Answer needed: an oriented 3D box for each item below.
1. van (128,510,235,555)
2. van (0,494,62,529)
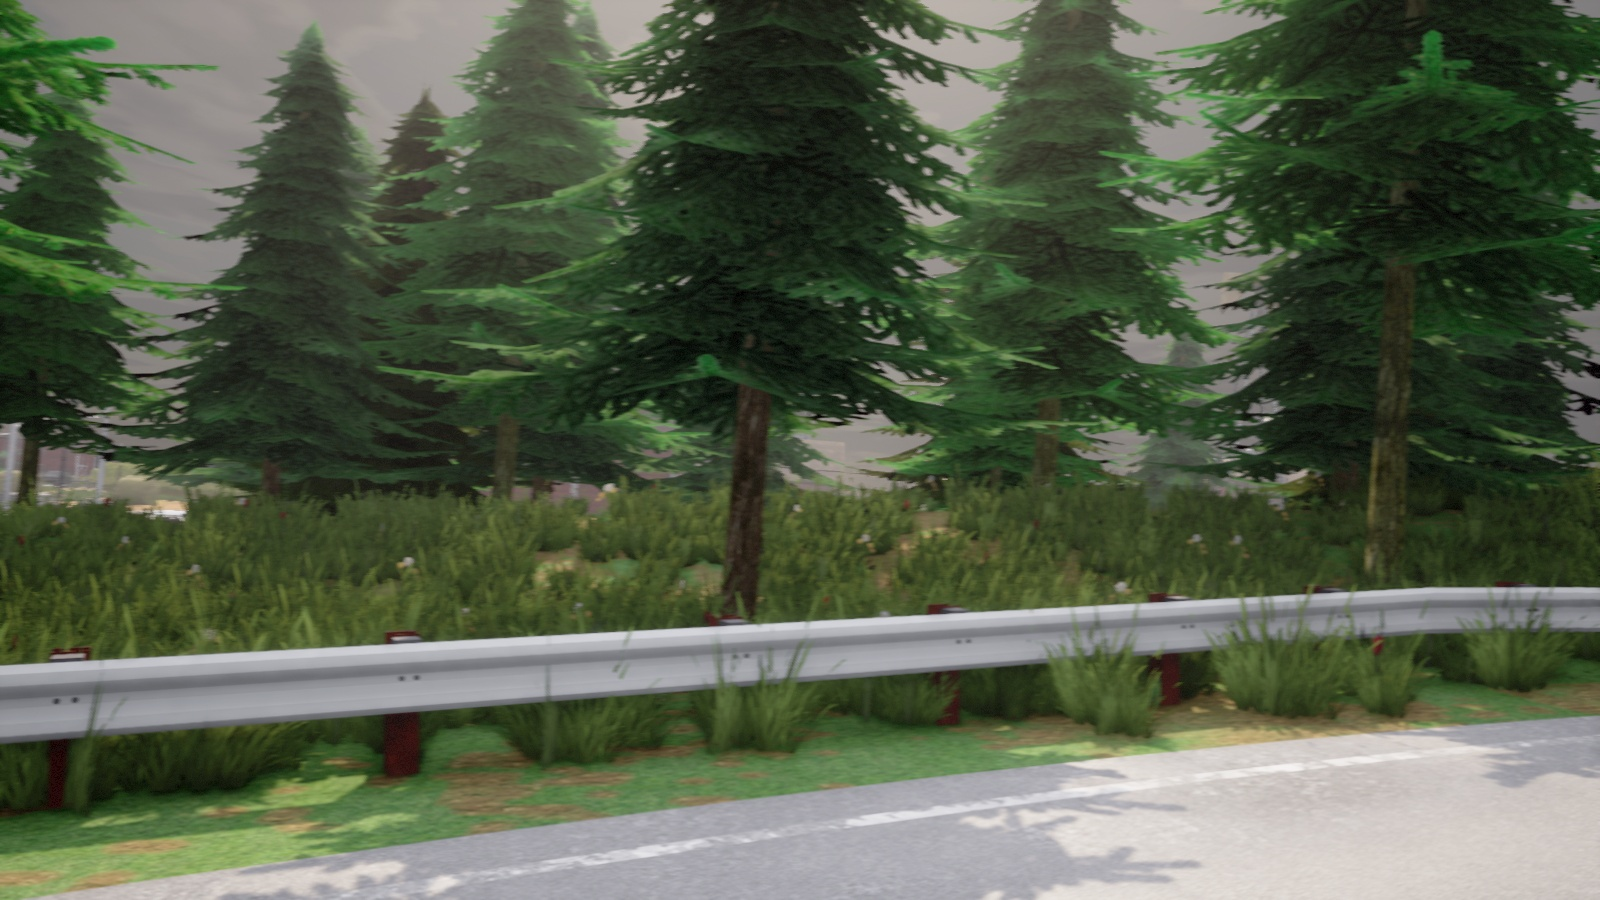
[{"bbox_3d":[-32.924,4.372,66.913,4.480,2.038,2.069,4,-3,-1],"label":"van"},{"bbox_3d":[-47.740,3.797,77.425,1.775,1.987,4.442,4,-3,-2],"label":"van"}]
